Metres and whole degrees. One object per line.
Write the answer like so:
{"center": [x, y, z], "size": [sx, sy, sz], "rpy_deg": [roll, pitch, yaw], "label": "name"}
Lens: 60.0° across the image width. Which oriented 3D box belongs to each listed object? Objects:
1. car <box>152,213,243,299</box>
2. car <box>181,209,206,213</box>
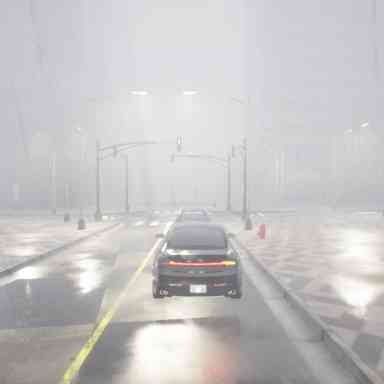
{"center": [0.101, 1.502, 8.437], "size": [1.837, 1.490, 4.892], "rpy_deg": [0, 0, 0], "label": "car"}
{"center": [0.061, 1.557, 17.340], "size": [1.994, 1.385, 4.181], "rpy_deg": [0, 0, 1], "label": "car"}
